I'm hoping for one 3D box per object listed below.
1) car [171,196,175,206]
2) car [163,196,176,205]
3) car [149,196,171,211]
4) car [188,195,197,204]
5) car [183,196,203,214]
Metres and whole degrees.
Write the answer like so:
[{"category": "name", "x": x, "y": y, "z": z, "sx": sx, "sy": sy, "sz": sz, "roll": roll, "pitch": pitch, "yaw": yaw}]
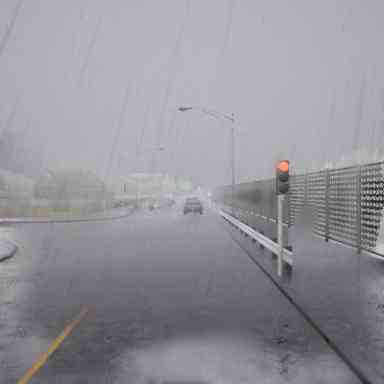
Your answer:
[{"category": "car", "x": -4.120, "y": 1.564, "z": 50.594, "sx": 1.994, "sy": 1.385, "sz": 4.181, "roll": 0, "pitch": 0, "yaw": 0}, {"category": "car", "x": -4.099, "y": 1.477, "z": 61.048, "sx": 1.882, "sy": 1.535, "sz": 5.008, "roll": 0, "pitch": 0, "yaw": 0}, {"category": "car", "x": -4.119, "y": 1.491, "z": 40.657, "sx": 2.128, "sy": 1.511, "sz": 4.902, "roll": 0, "pitch": 0, "yaw": 0}, {"category": "car", "x": 0.069, "y": 1.477, "z": 67.094, "sx": 1.882, "sy": 1.535, "sz": 5.008, "roll": 0, "pitch": 0, "yaw": 0}, {"category": "car", "x": 0.095, "y": 1.491, "z": 34.779, "sx": 2.128, "sy": 1.511, "sz": 4.902, "roll": 0, "pitch": 0, "yaw": 0}]
